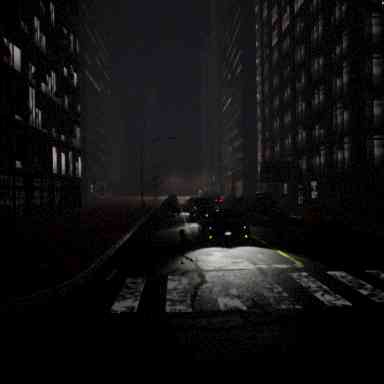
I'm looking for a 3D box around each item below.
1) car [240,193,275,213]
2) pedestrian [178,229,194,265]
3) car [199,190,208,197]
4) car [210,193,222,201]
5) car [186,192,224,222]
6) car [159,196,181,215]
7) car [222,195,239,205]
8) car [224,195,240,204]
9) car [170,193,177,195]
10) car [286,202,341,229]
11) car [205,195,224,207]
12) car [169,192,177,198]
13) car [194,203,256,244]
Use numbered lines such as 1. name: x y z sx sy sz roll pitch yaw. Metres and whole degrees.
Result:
1. car: 6.332 0.974 31.389 2.192 1.841 5.009 0 1 -3
2. pedestrian: -0.246 1.638 10.008 0.500 1.100 0.500 0 0 -3
3. car: 3.192 0.431 93.363 2.192 1.841 5.009 0 1 -3
4. car: 4.621 0.911 65.195 1.887 1.381 4.507 0 1 -3
5. car: 0.862 1.163 24.792 2.097 1.767 4.553 -1 1 -3
6. car: -2.032 1.367 30.926 1.947 1.339 4.313 0 1 -3
7. car: 5.478 1.096 48.293 1.802 1.307 4.206 0 1 -3
8. car: 5.764 1.108 42.659 1.887 1.381 4.507 0 1 -3
9. car: -2.889 1.238 47.832 1.802 1.307 4.206 0 1 -3
10. car: 6.901 1.286 19.456 1.752 1.417 4.829 0 1 -3
11. car: 3.016 1.129 45.519 2.033 1.411 5.357 -1 1 -3
12. car: -4.889 0.749 87.279 1.967 1.590 4.097 0 1 -3
13. car: 1.348 1.454 15.243 1.994 1.385 4.181 -1 1 -3
